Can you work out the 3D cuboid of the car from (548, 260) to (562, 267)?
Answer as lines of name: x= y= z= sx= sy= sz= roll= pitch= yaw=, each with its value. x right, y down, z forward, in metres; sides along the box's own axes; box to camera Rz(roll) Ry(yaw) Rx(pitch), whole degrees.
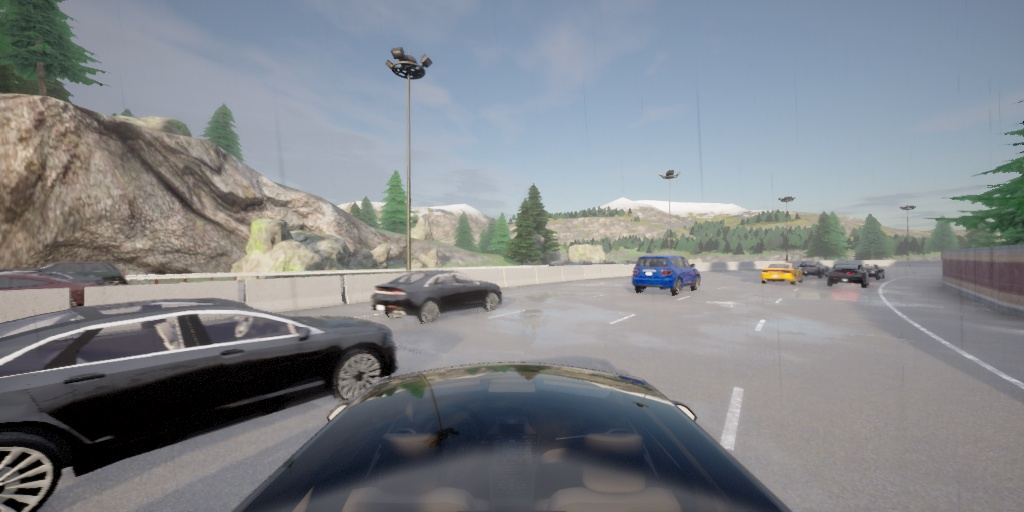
car: x=7.730 y=1.301 z=53.163 sx=5.357 sy=1.411 sz=2.033 roll=0 pitch=0 yaw=-40

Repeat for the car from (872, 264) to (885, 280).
car: x=30.483 y=1.351 z=30.788 sx=4.718 sy=1.301 sz=1.895 roll=0 pitch=0 yaw=-39

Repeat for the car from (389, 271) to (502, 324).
car: x=-2.286 y=1.242 z=12.086 sx=2.128 sy=1.511 sz=4.902 roll=0 pitch=0 yaw=36

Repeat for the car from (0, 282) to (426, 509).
car: x=-3.625 y=1.240 z=4.132 sx=2.128 sy=1.511 sz=4.902 roll=0 pitch=0 yaw=34

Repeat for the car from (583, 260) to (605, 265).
car: x=12.137 y=1.248 z=47.723 sx=4.902 sy=1.511 sz=2.128 roll=0 pitch=0 yaw=-40

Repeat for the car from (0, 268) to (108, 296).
car: x=-16.096 y=1.276 z=10.947 sx=1.812 sy=1.442 sz=4.674 roll=0 pitch=0 yaw=33

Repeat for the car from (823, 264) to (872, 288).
car: x=22.524 y=1.255 z=23.984 sx=4.892 sy=1.490 sz=1.837 roll=0 pitch=0 yaw=-43

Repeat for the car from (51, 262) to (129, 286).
car: x=-23.482 y=1.102 z=18.767 sx=2.097 sy=1.767 sz=4.553 roll=0 pitch=0 yaw=35

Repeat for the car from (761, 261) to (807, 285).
car: x=19.803 y=1.228 z=26.229 sx=5.008 sy=1.535 sz=1.882 roll=0 pitch=0 yaw=-43

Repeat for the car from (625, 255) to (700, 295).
car: x=8.657 y=0.973 z=19.965 sx=2.150 sy=2.045 sz=5.566 roll=0 pitch=0 yaw=42

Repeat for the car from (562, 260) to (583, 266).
car: x=9.955 y=1.299 z=50.461 sx=5.357 sy=1.411 sz=2.033 roll=0 pitch=0 yaw=-40

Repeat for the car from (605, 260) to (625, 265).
car: x=14.394 y=1.251 z=45.049 sx=4.902 sy=1.511 sz=2.128 roll=0 pitch=0 yaw=-40

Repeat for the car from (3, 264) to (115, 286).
car: x=-18.715 y=1.241 z=13.324 sx=2.128 sy=1.511 sz=4.902 roll=0 pitch=0 yaw=34

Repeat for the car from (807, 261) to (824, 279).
car: x=27.775 y=1.241 z=33.077 sx=4.902 sy=1.511 sz=2.128 roll=0 pitch=0 yaw=-39
